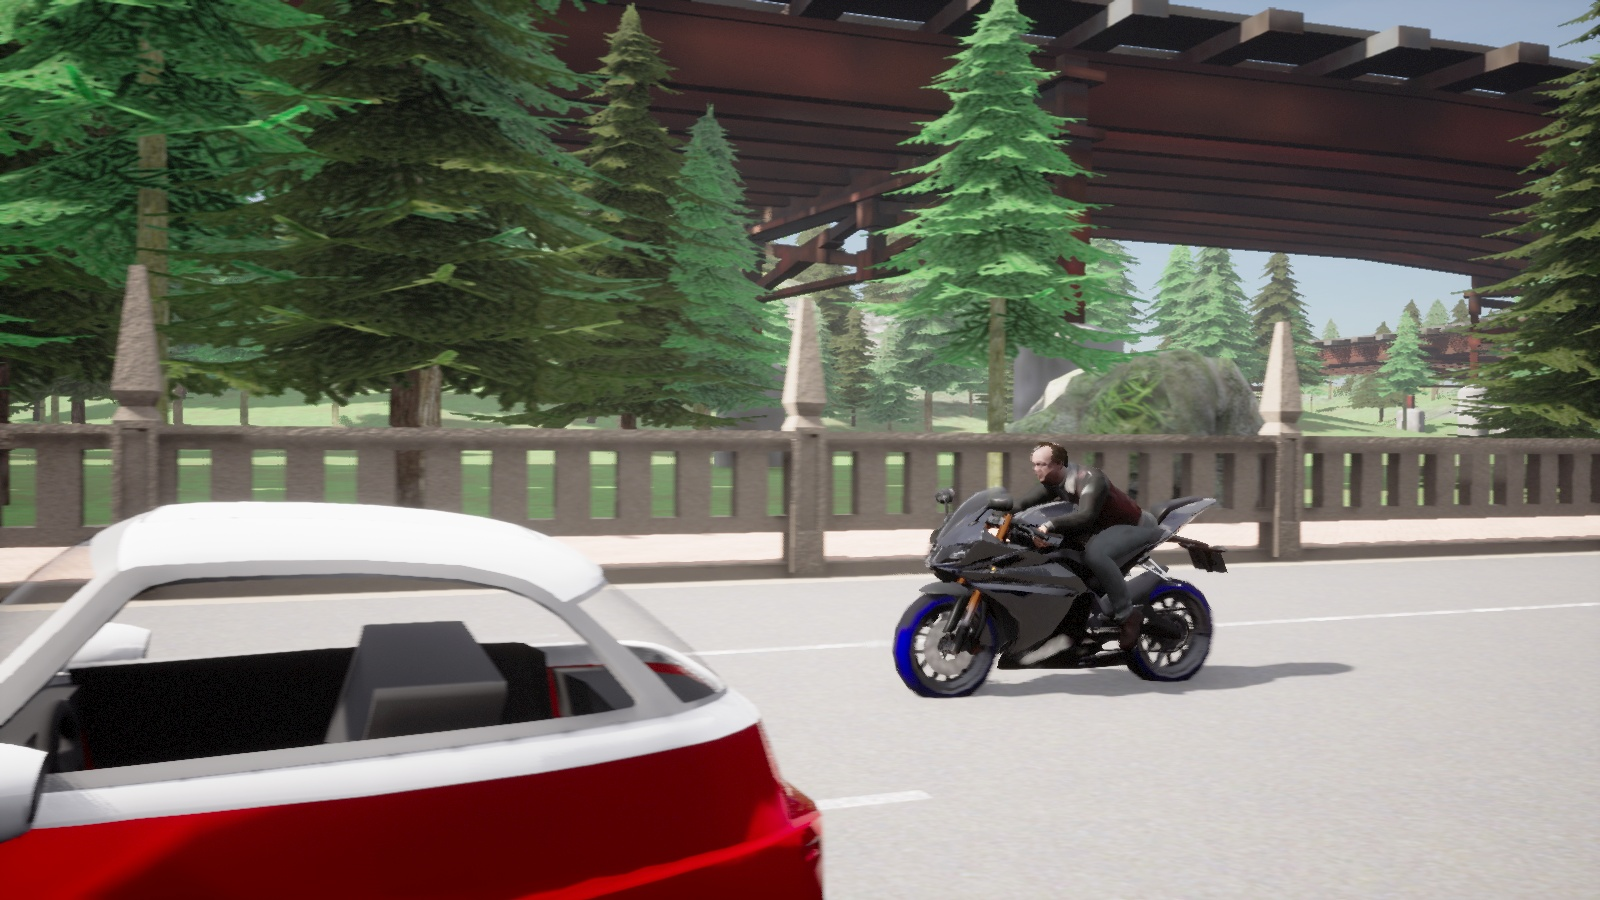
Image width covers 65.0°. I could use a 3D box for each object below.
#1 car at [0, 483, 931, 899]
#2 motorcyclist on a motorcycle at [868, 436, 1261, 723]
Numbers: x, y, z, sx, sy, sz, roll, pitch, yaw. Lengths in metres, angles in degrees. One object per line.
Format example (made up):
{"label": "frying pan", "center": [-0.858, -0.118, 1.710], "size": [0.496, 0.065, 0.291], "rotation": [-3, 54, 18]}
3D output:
{"label": "car", "center": [-1.029, 0.819, 2.849], "size": [2.207, 1.376, 1.481], "rotation": [-1, 1, -21]}
{"label": "motorcyclist on a motorcycle", "center": [1.597, 0.692, 7.589], "size": [2.191, 1.530, 0.866], "rotation": [-1, 1, -21]}
